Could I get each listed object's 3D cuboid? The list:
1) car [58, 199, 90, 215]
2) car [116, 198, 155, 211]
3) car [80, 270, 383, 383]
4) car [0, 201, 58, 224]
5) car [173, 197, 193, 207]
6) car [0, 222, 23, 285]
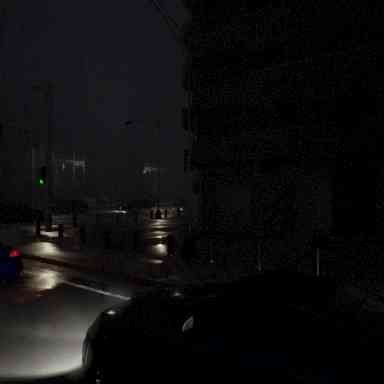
[{"bbox_3d":[-12.553,1.449,33.120,1.837,1.490,4.892,0,0,36],"label":"car"},{"bbox_3d":[-6.824,1.492,41.052,2.033,1.411,5.357,0,0,36],"label":"car"},{"bbox_3d":[0.761,1.564,3.448,4.181,1.385,1.994,0,0,36],"label":"car"},{"bbox_3d":[-11.829,1.422,21.827,1.882,1.535,5.008,0,0,36],"label":"car"},{"bbox_3d":[-0.769,1.449,49.409,1.837,1.490,4.892,0,0,36],"label":"car"},{"bbox_3d":[-6.091,1.564,8.317,4.181,1.385,1.994,0,0,36],"label":"car"}]
